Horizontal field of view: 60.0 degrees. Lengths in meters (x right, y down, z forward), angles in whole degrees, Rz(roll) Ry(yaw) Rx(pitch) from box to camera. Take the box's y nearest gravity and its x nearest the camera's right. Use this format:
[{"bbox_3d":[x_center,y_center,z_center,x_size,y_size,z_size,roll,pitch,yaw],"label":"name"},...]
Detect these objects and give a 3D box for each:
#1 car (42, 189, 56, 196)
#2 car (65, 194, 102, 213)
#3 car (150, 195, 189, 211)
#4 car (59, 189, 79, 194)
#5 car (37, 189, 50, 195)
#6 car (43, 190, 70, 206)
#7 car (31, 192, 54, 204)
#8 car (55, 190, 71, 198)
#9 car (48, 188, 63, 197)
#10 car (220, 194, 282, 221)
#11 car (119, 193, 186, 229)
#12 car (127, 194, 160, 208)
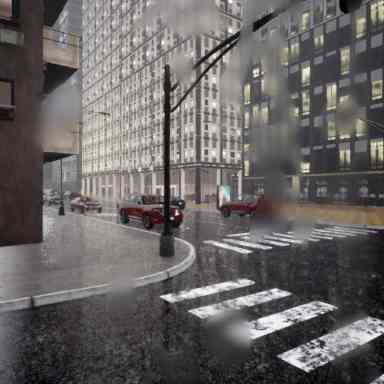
[{"bbox_3d":[-31.668,0.097,73.667,1.887,1.381,4.507,1,0,-36],"label":"car"},{"bbox_3d":[-9.062,1.067,28.303,1.802,1.307,4.206,2,0,-36],"label":"car"},{"bbox_3d":[-2.320,1.070,33.281,1.947,1.339,4.313,1,0,-36],"label":"car"},{"bbox_3d":[-18.581,0.547,51.227,1.837,1.490,4.892,0,1,-36],"label":"car"},{"bbox_3d":[-34.930,-0.011,78.155,1.887,1.381,4.507,1,0,-36],"label":"car"},{"bbox_3d":[-15.582,0.827,37.276,2.008,1.369,4.403,2,0,-36],"label":"car"},{"bbox_3d":[-18.843,0.752,41.762,1.802,1.307,4.206,2,0,-36],"label":"car"},{"bbox_3d":[-25.147,0.310,64.693,1.887,1.381,4.507,1,0,-36],"label":"car"},{"bbox_3d":[-28.404,0.099,69.179,1.967,1.590,4.097,1,0,-36],"label":"car"},{"bbox_3d":[4.208,1.027,24.305,2.192,1.841,5.009,1,0,-36],"label":"car"},{"bbox_3d":[-2.534,1.008,19.330,2.192,1.841,5.009,2,0,-36],"label":"car"},{"bbox_3d":[-5.582,0.966,37.768,1.947,1.339,4.313,1,0,-36],"label":"car"}]
